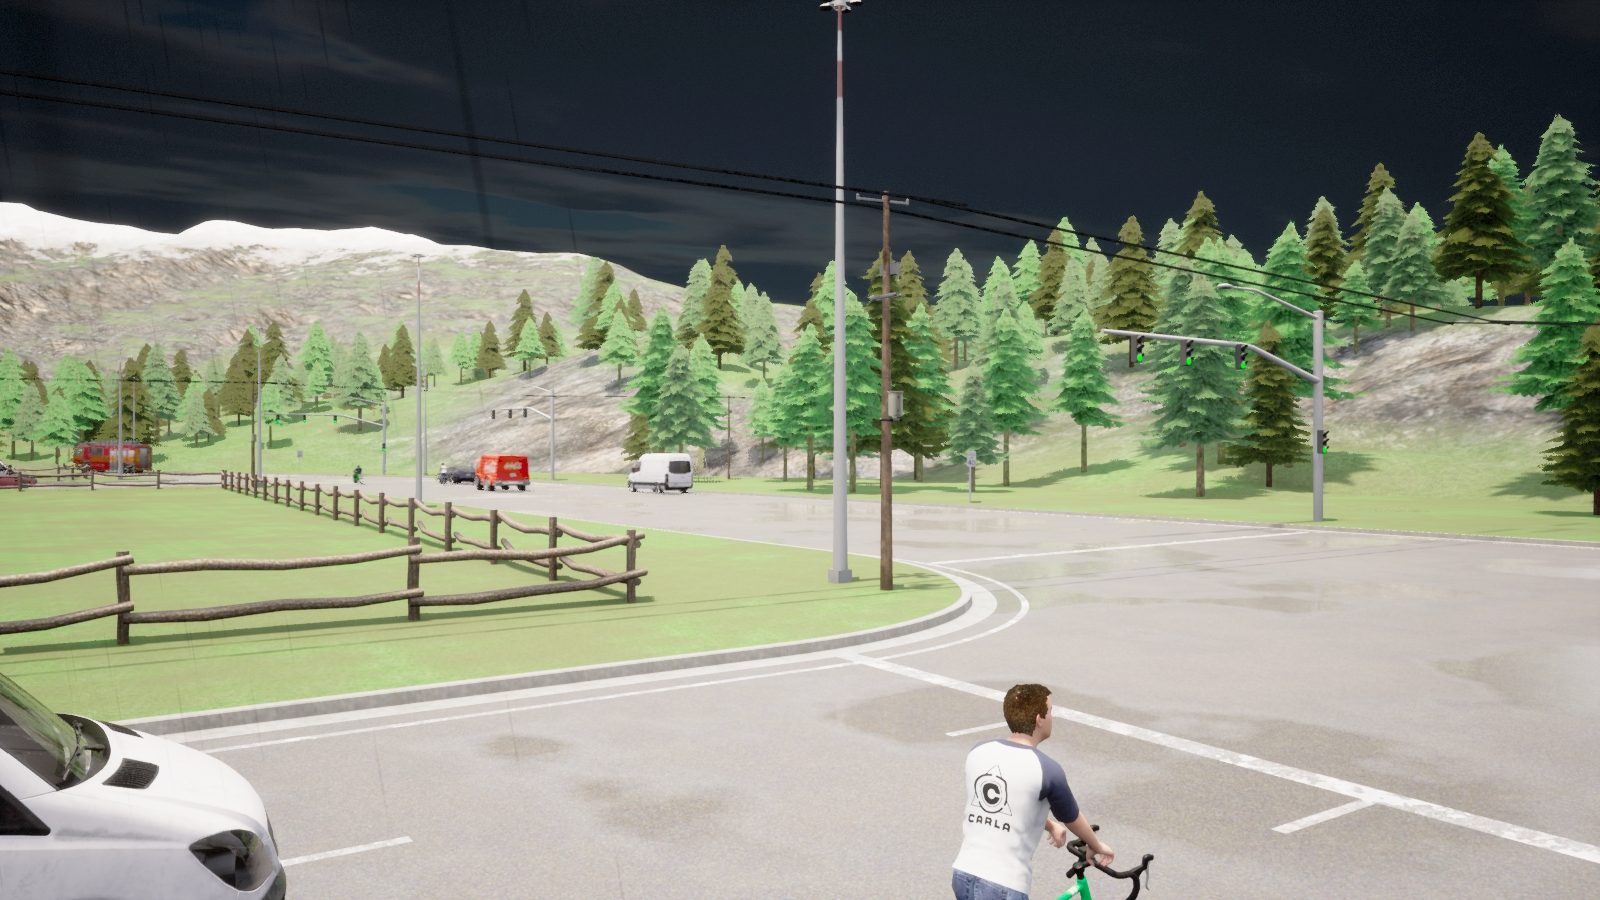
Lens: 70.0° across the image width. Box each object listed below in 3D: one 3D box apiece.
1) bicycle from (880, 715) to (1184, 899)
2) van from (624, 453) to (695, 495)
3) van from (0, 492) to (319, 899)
[{"bbox_3d":[1.060,2.053,4.957,1.643,1.496,0.373,0,0,-41],"label":"bicycle"},{"bbox_3d":[-9.142,1.512,73.831,1.988,2.561,5.915,0,0,-35],"label":"van"},{"bbox_3d":[-5.215,1.535,4.399,5.915,2.561,1.988,0,0,-35],"label":"van"}]
